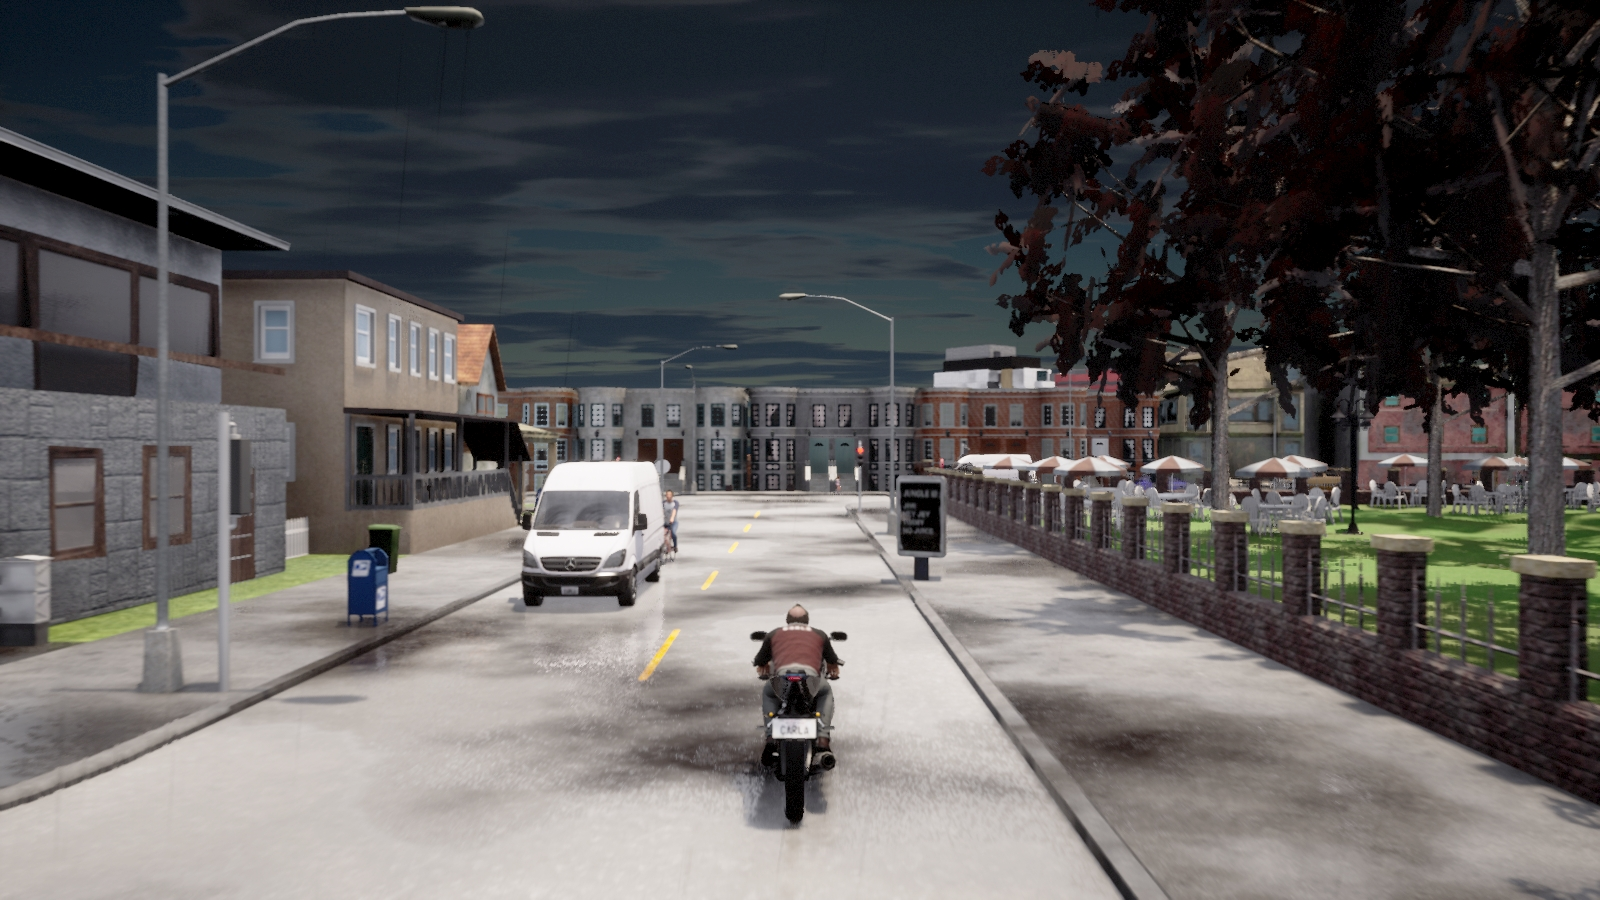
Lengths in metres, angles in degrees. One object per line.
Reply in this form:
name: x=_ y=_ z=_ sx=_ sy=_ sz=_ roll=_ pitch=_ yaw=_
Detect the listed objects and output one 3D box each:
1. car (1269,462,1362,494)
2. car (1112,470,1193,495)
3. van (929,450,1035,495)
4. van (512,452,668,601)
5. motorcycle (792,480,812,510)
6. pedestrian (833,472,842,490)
car: x=30.325 y=1.643 z=67.249 sx=4.605 sy=1.855 sz=1.932 roll=0 pitch=0 yaw=2
car: x=20.794 y=1.898 z=67.487 sx=4.181 sy=1.385 sz=1.994 roll=0 pitch=0 yaw=0
van: x=10.705 y=1.314 z=67.536 sx=5.915 sy=2.561 sz=1.988 roll=0 pitch=0 yaw=0
van: x=-3.945 y=1.314 z=22.537 sx=1.988 sy=2.561 sz=5.915 roll=0 pitch=0 yaw=0
motorcycle: x=0.104 y=1.984 z=51.152 sx=0.867 sy=1.251 sz=2.209 roll=0 pitch=0 yaw=1
pedestrian: x=2.288 y=1.903 z=70.197 sx=0.500 sy=1.100 sz=0.500 roll=0 pitch=0 yaw=9
